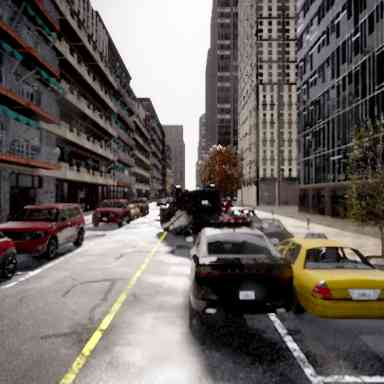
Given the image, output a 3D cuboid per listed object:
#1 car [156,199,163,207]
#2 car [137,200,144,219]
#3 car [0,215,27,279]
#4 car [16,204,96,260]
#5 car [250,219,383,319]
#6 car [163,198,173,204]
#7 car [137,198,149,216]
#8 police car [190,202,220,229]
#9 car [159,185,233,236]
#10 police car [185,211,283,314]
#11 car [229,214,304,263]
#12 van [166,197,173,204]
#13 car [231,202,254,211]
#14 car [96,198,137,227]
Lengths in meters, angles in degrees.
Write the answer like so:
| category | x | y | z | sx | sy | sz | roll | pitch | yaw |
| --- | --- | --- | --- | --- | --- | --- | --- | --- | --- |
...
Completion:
| category | x | y | z | sx | sy | sz | roll | pitch | yaw |
| --- | --- | --- | --- | --- | --- | --- | --- | --- | --- |
| car | -5.803 | 2.084 | 63.937 | 1.947 | 1.339 | 4.313 | 0 | -1 | 0 |
| car | -5.739 | 1.739 | 29.790 | 1.752 | 1.417 | 4.829 | 0 | 0 | 0 |
| car | -5.697 | 1.491 | 7.307 | 1.967 | 1.590 | 4.097 | 0 | 0 | 0 |
| car | -5.706 | 1.406 | 12.972 | 2.192 | 1.841 | 5.009 | 0 | 0 | 0 |
| car | 2.683 | 1.576 | 7.492 | 1.752 | 1.417 | 4.829 | 0 | 0 | 0 |
| car | -5.834 | 2.253 | 80.926 | 1.947 | 1.339 | 4.313 | 0 | -1 | 0 |
| car | -5.749 | 1.576 | 35.625 | 2.192 | 1.841 | 5.009 | 0 | 0 | 0 |
| police car | 0.857 | 1.593 | 23.958 | 1.930 | 1.638 | 5.238 | 0 | 0 | 0 |
| car | -0.182 | 1.322 | 17.903 | 2.150 | 2.045 | 5.566 | -2 | -20 | -19 |
| police car | 0.887 | 1.480 | 7.958 | 1.930 | 1.638 | 5.238 | 0 | 0 | 0 |
| car | 2.672 | 1.655 | 12.986 | 1.947 | 1.339 | 4.313 | 0 | 0 | 0 |
| van | -5.844 | 2.089 | 86.593 | 1.690 | 1.788 | 3.998 | 0 | -1 | 0 |
| car | 2.662 | 1.569 | 18.649 | 1.967 | 1.590 | 4.097 | 0 | 0 | 0 |
| car | -5.727 | 1.487 | 24.298 | 2.192 | 1.841 | 5.009 | 0 | 0 | 0 |
